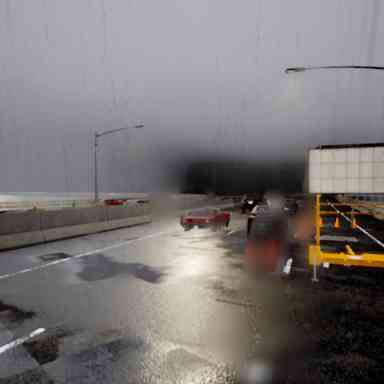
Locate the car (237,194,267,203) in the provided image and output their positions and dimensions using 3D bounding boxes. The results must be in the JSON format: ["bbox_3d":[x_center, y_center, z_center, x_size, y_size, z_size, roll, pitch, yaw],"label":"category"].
[{"bbox_3d":[6.844,1.215,36.100,2.150,2.045,5.566,0,0,20],"label":"car"}]

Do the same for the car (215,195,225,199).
[{"bbox_3d":[7.652,1.509,78.465,1.994,1.385,4.181,0,0,21],"label":"car"}]

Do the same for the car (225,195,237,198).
[{"bbox_3d":[9.274,1.567,72.899,1.895,1.301,4.718,0,0,21],"label":"car"}]

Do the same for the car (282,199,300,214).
[{"bbox_3d":[10.290,1.498,35.336,1.837,1.490,4.892,0,0,20],"label":"car"}]

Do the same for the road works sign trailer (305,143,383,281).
[{"bbox_3d":[4.524,0.464,9.386,2.380,3.560,2.880,0,0,20],"label":"road works sign trailer"}]

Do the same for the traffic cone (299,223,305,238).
[{"bbox_3d":[5.481,1.954,16.479,0.340,0.580,0.340,0,0,20],"label":"traffic cone"}]

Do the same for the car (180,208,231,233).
[{"bbox_3d":[0.980,1.597,19.942,1.895,1.301,4.718,0,0,20],"label":"car"}]

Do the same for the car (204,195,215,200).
[{"bbox_3d":[4.236,1.481,79.332,2.128,1.511,4.902,0,0,21],"label":"car"}]

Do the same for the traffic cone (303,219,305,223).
[{"bbox_3d":[6.155,1.953,18.362,0.340,0.580,0.340,0,0,20],"label":"traffic cone"}]

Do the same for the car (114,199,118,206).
[{"bbox_3d":[-6.948,1.553,39.729,1.994,1.385,4.181,0,0,20],"label":"car"}]

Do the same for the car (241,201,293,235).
[{"bbox_3d":[4.372,1.489,19.030,2.128,1.511,4.902,0,0,20],"label":"car"}]

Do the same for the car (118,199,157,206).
[{"bbox_3d":[-5.216,1.469,34.269,1.882,1.535,5.008,0,0,20],"label":"car"}]

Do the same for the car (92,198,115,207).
[{"bbox_3d":[-10.289,1.514,40.821,1.812,1.442,4.674,0,0,20],"label":"car"}]
